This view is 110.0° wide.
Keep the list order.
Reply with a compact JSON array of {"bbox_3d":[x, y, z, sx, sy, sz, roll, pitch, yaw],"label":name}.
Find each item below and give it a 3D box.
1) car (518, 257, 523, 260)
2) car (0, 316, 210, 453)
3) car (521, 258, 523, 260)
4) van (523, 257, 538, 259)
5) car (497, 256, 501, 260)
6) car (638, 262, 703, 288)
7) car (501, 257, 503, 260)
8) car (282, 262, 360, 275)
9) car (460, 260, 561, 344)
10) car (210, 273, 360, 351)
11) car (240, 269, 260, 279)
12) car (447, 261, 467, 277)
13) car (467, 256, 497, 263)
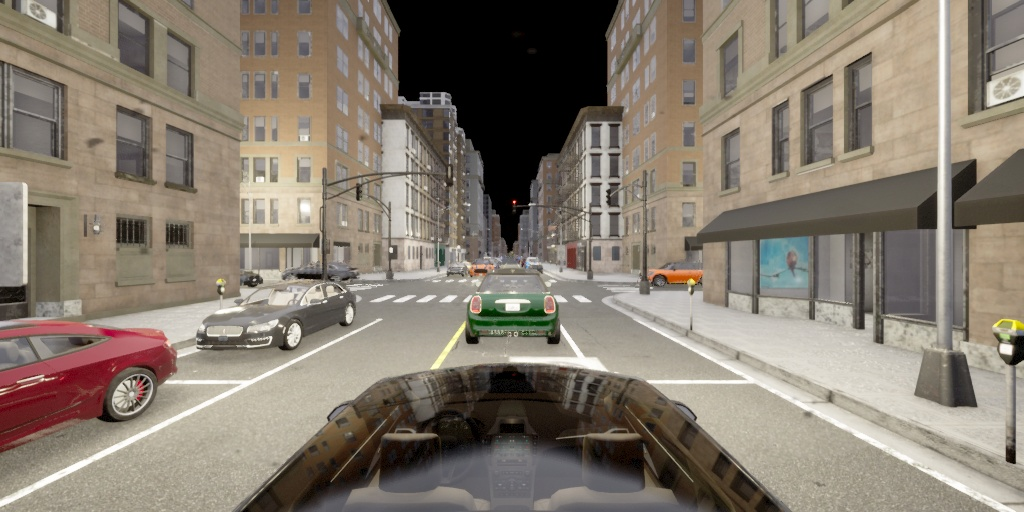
[{"bbox_3d":[2.625,1.057,62.778,2.192,1.841,5.009,0,0,0],"label":"car"},{"bbox_3d":[-5.389,1.332,3.186,1.802,1.307,4.207,0,0,0],"label":"car"},{"bbox_3d":[2.626,1.326,51.966,1.802,1.307,4.207,0,0,0],"label":"car"},{"bbox_3d":[2.626,1.085,46.559,1.690,1.789,3.998,0,0,0],"label":"van"},{"bbox_3d":[-2.852,1.097,44.606,2.097,1.767,4.553,0,0,-1],"label":"car"},{"bbox_3d":[10.923,1.168,24.101,4.553,1.767,2.097,0,0,0],"label":"car"},{"bbox_3d":[-2.840,1.249,54.911,1.837,1.490,4.892,0,0,0],"label":"car"},{"bbox_3d":[-12.778,1.175,24.059,4.902,1.511,2.128,0,0,0],"label":"car"},{"bbox_3d":[0.038,1.102,9.711,2.097,1.767,4.553,0,0,1],"label":"car"},{"bbox_3d":[-5.391,1.300,8.867,2.007,1.370,4.403,0,0,0],"label":"car"},{"bbox_3d":[-17.150,1.224,21.099,4.181,1.385,1.994,0,0,0],"label":"car"},{"bbox_3d":[-5.401,1.297,35.743,2.007,1.370,4.403,0,0,0],"label":"car"},{"bbox_3d":[-2.831,1.099,34.684,2.097,1.767,4.553,0,0,0],"label":"car"}]
